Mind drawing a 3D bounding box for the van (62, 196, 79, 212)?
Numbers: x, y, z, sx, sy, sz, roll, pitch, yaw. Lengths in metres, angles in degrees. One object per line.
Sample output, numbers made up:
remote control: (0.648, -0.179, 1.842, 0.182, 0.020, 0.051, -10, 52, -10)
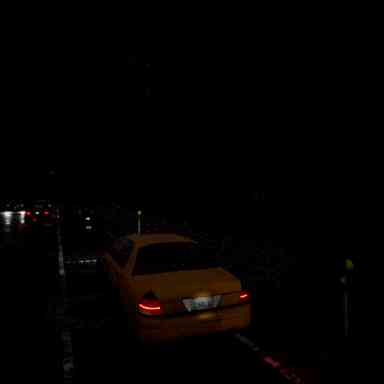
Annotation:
van: (-14.367, 1.343, 39.228, 1.690, 1.788, 3.998, 0, 0, -22)

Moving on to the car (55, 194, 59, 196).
car: (-31.200, 1.470, 79.763, 1.967, 1.590, 4.097, 0, 0, -23)

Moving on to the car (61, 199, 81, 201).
car: (-10.197, 1.567, 28.998, 1.947, 1.339, 4.313, 0, 0, -22)

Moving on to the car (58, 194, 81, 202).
car: (-12.282, 1.316, 34.114, 2.192, 1.841, 5.009, 0, 0, -22)

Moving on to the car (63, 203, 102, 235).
car: (-6.027, 1.551, 18.768, 2.008, 1.369, 4.403, 0, 0, -22)

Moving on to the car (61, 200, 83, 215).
car: (-8.112, 1.552, 23.883, 2.008, 1.369, 4.403, 0, 0, -22)

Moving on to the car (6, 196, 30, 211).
car: (-21.075, 1.529, 40.156, 1.812, 1.442, 4.674, 0, 0, -22)

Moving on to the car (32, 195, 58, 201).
car: (-18.186, 1.494, 41.260, 2.128, 1.511, 4.902, 0, 0, -21)

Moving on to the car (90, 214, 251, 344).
car: (-0.832, 1.457, 6.796, 1.801, 1.575, 5.366, 0, 0, -22)

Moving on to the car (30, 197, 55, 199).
car: (-16.009, 1.527, 35.685, 1.812, 1.442, 4.674, 0, 0, -22)

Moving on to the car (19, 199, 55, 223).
car: (-11.951, 1.549, 25.987, 2.033, 1.411, 5.357, 0, 0, -22)
